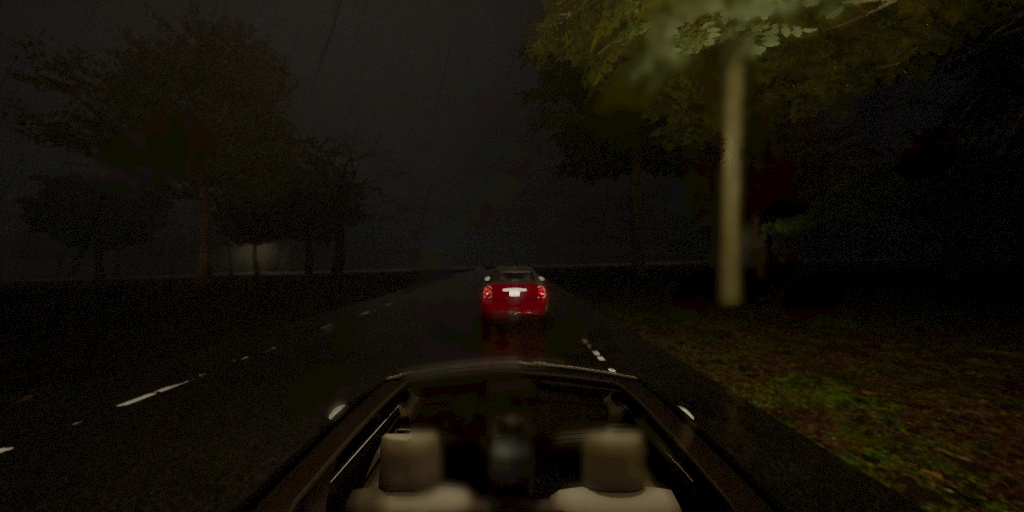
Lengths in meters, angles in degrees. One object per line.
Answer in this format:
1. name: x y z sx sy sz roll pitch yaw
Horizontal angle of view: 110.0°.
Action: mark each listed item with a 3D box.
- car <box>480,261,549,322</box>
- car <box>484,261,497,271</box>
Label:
1. car: 0.089 1.149 12.624 2.097 1.767 4.553 0 0 0
2. car: -3.525 1.645 59.932 1.837 1.490 4.892 0 -1 0
